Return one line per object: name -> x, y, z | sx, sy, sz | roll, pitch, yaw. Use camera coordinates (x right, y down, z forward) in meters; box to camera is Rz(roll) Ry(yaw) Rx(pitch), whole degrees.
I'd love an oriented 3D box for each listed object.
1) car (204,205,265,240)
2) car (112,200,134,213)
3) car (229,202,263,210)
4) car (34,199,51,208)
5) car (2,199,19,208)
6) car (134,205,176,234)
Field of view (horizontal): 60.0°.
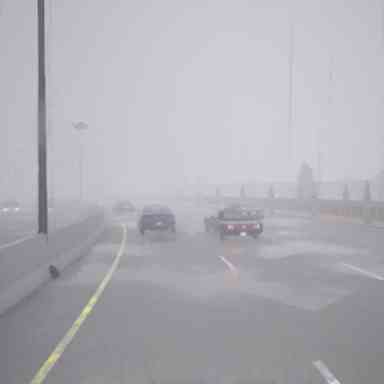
car -> 1.898, 1.570, 16.883 | 1.895, 1.301, 4.718 | 0, 0, -10
car -> -7.702, 1.564, 37.111 | 1.994, 1.385, 4.181 | 0, 0, -22
car -> 3.660, 1.491, 25.382 | 2.033, 1.411, 5.357 | 0, 0, -15
car -> -22.166, 1.668, 49.237 | 1.994, 1.385, 4.181 | -1, 0, -33
car -> -28.647, 1.766, 52.538 | 1.895, 1.301, 4.718 | -1, 0, -36
car -> -2.175, 1.467, 19.378 | 1.882, 1.535, 5.008 | 0, 0, -12
